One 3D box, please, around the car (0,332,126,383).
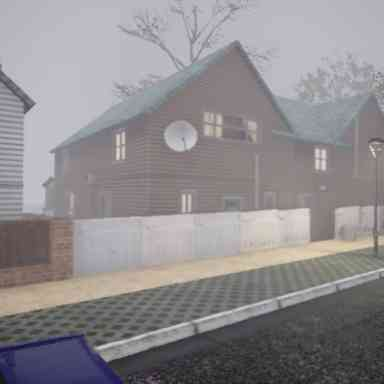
[{"bbox_3d":[-2.478,1.600,1.304,4.718,1.301,1.895,0,0,-36],"label":"car"}]
